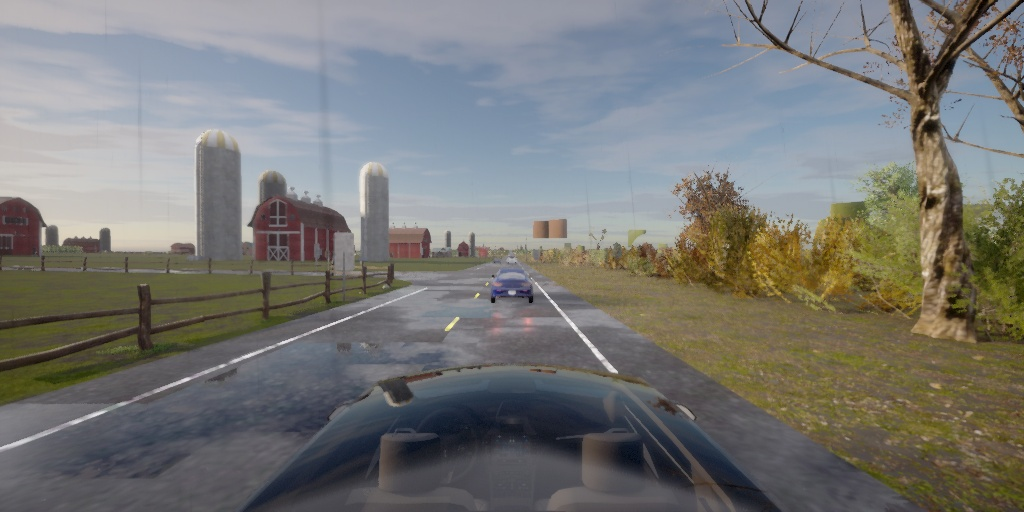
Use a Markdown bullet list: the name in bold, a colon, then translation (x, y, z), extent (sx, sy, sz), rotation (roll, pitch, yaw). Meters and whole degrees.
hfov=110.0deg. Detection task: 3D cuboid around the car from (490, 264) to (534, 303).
- **car**: translation (0.000, 1.279, 16.502), extent (1.812, 1.442, 4.674), rotation (0, 0, 0)
